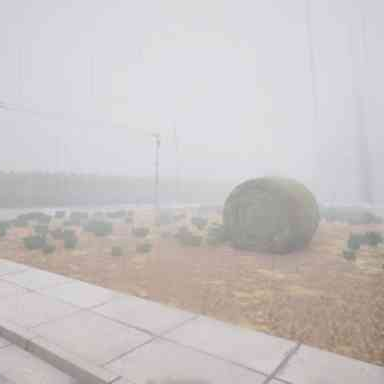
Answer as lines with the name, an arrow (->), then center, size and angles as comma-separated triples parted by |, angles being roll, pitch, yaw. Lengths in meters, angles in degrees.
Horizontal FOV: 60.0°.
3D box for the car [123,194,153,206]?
car -> -6.987, 0.999, 43.068 | 1.994, 1.385, 4.181 | 1, 1, 33
